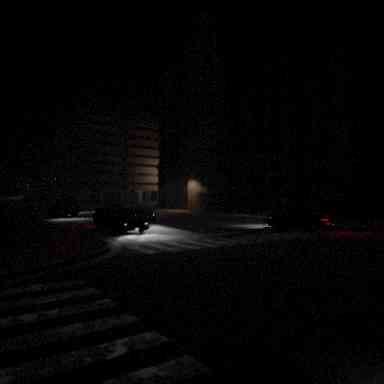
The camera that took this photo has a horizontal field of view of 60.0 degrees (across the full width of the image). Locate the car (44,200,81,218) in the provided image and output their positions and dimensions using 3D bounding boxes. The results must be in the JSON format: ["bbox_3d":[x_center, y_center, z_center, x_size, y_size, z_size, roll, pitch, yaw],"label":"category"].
[{"bbox_3d":[-13.019,1.822,33.478,2.033,1.411,5.357,1,-1,-34],"label":"car"}]

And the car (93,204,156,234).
[{"bbox_3d":[-4.667,1.767,21.358,2.033,1.411,5.357,1,-1,-35],"label":"car"}]

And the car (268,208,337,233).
[{"bbox_3d":[7.330,1.840,22.461,1.812,1.442,4.674,-1,1,-39],"label":"car"}]

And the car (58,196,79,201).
[{"bbox_3d":[-16.997,1.567,45.560,2.150,2.045,5.566,1,-1,-35],"label":"car"}]

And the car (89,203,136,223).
[{"bbox_3d":[-6.989,1.808,29.843,1.812,1.442,4.674,0,-1,19],"label":"car"}]
